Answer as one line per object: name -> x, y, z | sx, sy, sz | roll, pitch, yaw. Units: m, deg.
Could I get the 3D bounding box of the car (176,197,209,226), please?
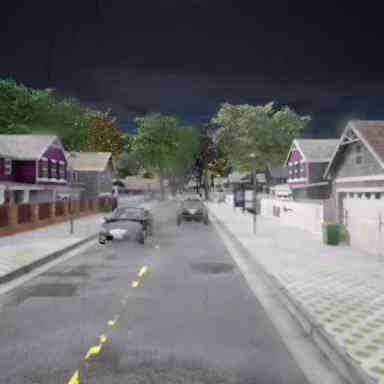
car -> 0.057, 1.273, 23.077 | 2.097, 1.767, 4.553 | 0, 0, 0

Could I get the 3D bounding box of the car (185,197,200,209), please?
car -> 0.102, 1.380, 43.046 | 1.812, 1.442, 4.674 | 0, 0, 0

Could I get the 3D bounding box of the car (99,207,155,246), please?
car -> -2.803, 1.442, 15.128 | 2.128, 1.511, 4.902 | 0, 0, 0
